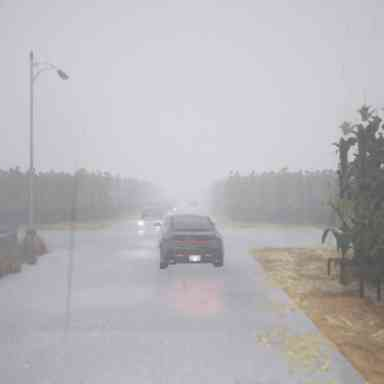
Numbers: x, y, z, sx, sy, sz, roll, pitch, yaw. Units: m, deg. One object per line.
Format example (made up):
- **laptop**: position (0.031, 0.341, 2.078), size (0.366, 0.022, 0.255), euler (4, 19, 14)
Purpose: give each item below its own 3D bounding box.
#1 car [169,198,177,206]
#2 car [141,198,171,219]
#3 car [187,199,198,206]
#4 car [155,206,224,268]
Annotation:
- **car**: position (-3.197, 1.502, 40.093), size (1.882, 1.535, 5.008), euler (0, 1, 0)
- **car**: position (-3.250, 1.540, 29.174), size (1.837, 1.490, 4.892), euler (0, 0, 2)
- **car**: position (0.098, 1.909, 59.292), size (1.895, 1.301, 4.718), euler (0, -1, 0)
- **car**: position (-0.200, 1.465, 11.165), size (1.837, 1.490, 4.892), euler (1, 1, -7)
